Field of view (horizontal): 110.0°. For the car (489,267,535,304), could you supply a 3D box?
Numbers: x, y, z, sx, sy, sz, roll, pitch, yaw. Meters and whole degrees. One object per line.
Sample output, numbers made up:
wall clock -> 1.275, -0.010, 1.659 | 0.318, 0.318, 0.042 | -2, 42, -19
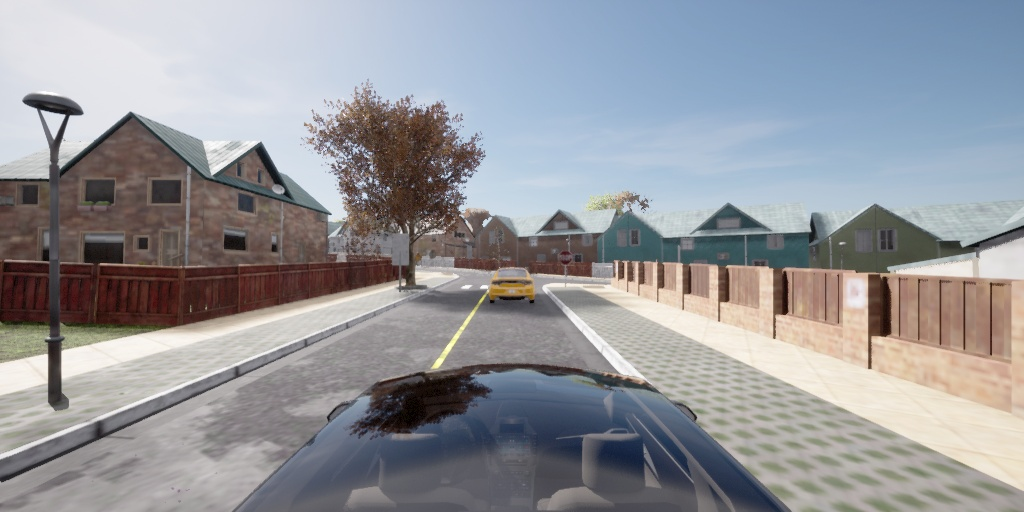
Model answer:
car -> 0.001, 1.242, 16.506 | 1.882, 1.535, 5.008 | 0, 0, 0

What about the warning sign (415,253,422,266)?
warning sign -> -12.279, 0.452, 46.878 | 1.060, 1.860, 1.300 | 0, 0, 32
